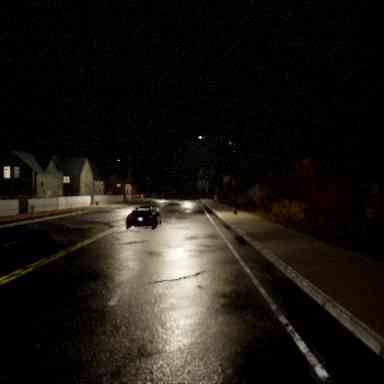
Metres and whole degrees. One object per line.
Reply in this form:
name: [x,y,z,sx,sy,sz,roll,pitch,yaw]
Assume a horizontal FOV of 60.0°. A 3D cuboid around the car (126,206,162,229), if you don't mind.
car: [-3.160,1.646,22.393,1.994,1.385,4.181,0,0,0]
